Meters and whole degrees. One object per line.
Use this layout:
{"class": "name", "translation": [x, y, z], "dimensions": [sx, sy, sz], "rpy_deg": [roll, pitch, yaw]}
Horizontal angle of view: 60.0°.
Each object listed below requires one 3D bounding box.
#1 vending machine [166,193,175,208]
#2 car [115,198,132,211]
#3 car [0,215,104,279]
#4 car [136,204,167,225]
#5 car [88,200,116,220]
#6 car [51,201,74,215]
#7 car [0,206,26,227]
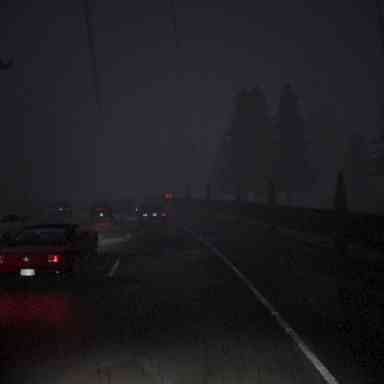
{"class": "vending machine", "translation": [-3.196, 1.194, 48.729], "dimensions": [1.100, 2.100, 0.880], "rpy_deg": [0, 0, -25]}
{"class": "car", "translation": [-8.902, 1.493, 41.931], "dimensions": [1.882, 1.535, 5.008], "rpy_deg": [0, 0, -23]}
{"class": "car", "translation": [-4.118, 1.610, 10.079], "dimensions": [1.895, 1.301, 4.718], "rpy_deg": [0, 0, -6]}
{"class": "car", "translation": [-3.035, 1.551, 24.358], "dimensions": [2.033, 1.411, 5.357], "rpy_deg": [0, 0, -13]}
{"class": "car", "translation": [-7.750, 1.519, 28.433], "dimensions": [1.837, 1.490, 4.892], "rpy_deg": [0, 0, -15]}
{"class": "car", "translation": [-12.371, 1.573, 31.687], "dimensions": [2.033, 1.411, 5.357], "rpy_deg": [0, 0, -19]}
{"class": "car", "translation": [-8.142, 1.544, 13.881], "dimensions": [1.812, 1.442, 4.674], "rpy_deg": [0, 0, -8]}
